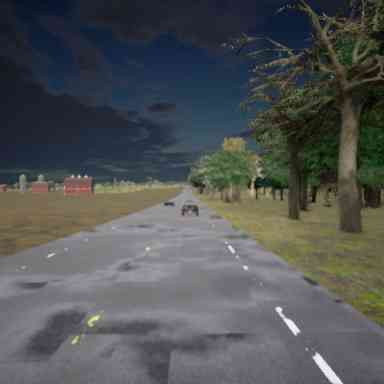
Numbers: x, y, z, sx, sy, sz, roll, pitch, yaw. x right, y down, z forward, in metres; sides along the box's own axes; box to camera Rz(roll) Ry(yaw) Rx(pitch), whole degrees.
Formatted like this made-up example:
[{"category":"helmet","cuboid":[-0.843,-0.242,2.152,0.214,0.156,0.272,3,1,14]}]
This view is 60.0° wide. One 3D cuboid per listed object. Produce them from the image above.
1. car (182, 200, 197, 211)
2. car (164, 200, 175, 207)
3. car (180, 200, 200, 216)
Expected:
[{"category":"car","cuboid":[-0.316,1.911,48.408,2.033,1.411,5.357,0,0,0]},{"category":"car","cuboid":[-4.018,2.056,59.507,1.895,1.301,4.718,0,0,-1]},{"category":"car","cuboid":[-0.219,1.820,37.334,1.837,1.490,4.892,0,0,-1]}]
